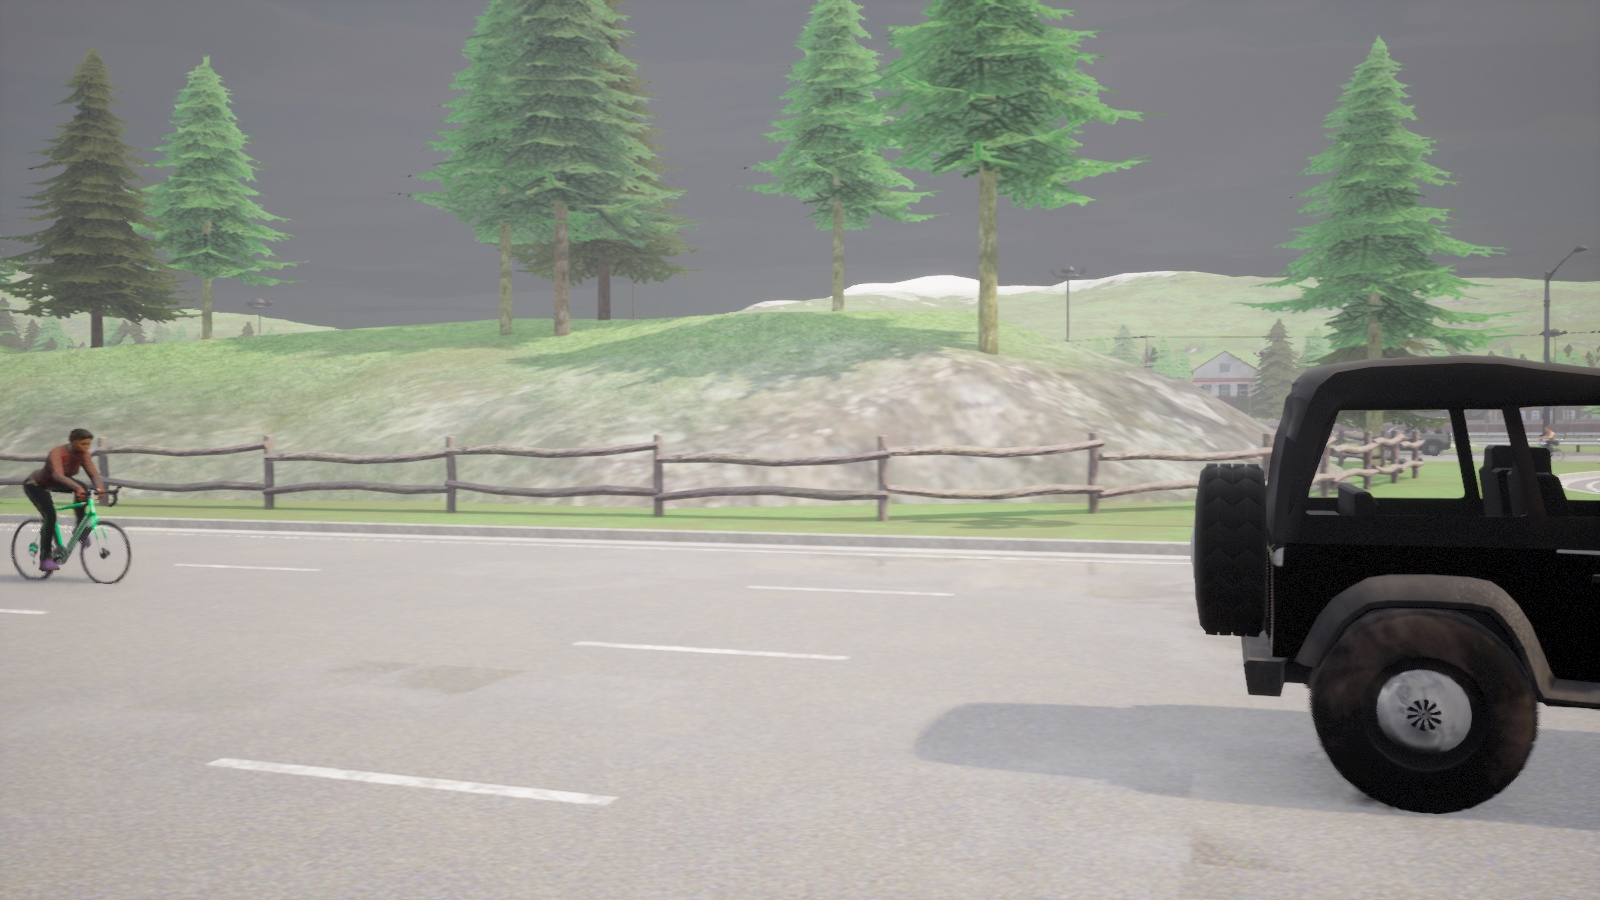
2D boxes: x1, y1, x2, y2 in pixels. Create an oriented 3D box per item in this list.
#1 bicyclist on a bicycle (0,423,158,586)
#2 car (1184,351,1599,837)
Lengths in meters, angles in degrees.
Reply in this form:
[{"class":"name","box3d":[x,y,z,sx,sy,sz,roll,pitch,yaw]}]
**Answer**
[{"class":"bicyclist on a bicycle","box3d":[-7.606,0.540,13.137,1.656,1.620,0.582,1,1,19]},{"class":"car","box3d":[3.772,0.547,5.613,3.866,1.878,1.905,1,1,19]}]
